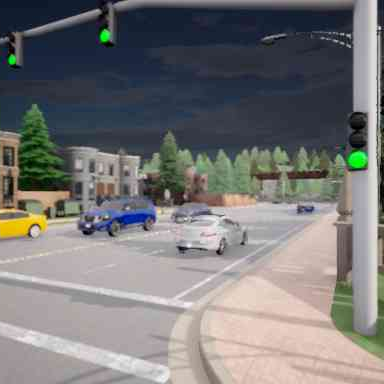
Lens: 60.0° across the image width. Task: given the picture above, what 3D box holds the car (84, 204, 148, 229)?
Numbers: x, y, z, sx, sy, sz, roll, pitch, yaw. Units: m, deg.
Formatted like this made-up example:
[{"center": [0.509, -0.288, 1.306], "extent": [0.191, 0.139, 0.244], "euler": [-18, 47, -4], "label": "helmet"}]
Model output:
[{"center": [-5.565, 1.743, 25.021], "extent": [2.128, 1.511, 4.902], "euler": [0, -1, 26], "label": "car"}]

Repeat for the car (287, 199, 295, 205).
[{"center": [23.338, 2.312, 77.126], "extent": [1.994, 1.385, 4.181], "euler": [0, -1, 26], "label": "car"}]

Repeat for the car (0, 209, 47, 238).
[{"center": [-9.654, 1.613, 16.500], "extent": [1.882, 1.535, 5.008], "euler": [0, -1, 26], "label": "car"}]

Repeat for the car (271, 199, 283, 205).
[{"center": [20.181, 2.299, 78.636], "extent": [2.033, 1.411, 5.357], "euler": [0, -1, 26], "label": "car"}]

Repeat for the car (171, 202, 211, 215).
[{"center": [0.033, 1.672, 28.547], "extent": [2.097, 1.767, 4.553], "euler": [0, -1, 26], "label": "car"}]

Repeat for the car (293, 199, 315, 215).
[{"center": [14.634, 2.057, 42.710], "extent": [1.882, 1.535, 5.008], "euler": [0, -1, 26], "label": "car"}]

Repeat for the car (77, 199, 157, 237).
[{"center": [-4.222, 1.422, 19.753], "extent": [2.150, 2.045, 5.566], "euler": [0, -1, 25], "label": "car"}]

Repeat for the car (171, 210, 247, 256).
[{"center": [0.909, 1.698, 14.019], "extent": [1.812, 1.442, 4.674], "euler": [0, -1, 26], "label": "car"}]
